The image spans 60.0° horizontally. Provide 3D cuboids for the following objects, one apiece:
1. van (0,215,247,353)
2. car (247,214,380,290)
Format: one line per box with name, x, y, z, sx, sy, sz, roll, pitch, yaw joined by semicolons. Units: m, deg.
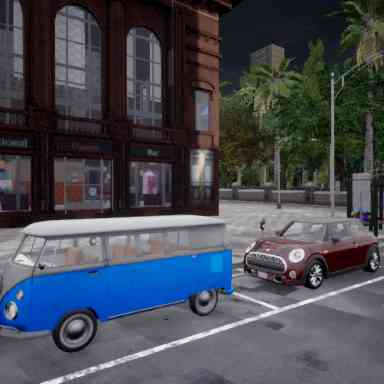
van;-1.114;1.341;5.866;3.998;1.788;1.690;0;0;-36
car;3.287;1.439;9.040;4.097;1.590;1.967;0;0;-36
